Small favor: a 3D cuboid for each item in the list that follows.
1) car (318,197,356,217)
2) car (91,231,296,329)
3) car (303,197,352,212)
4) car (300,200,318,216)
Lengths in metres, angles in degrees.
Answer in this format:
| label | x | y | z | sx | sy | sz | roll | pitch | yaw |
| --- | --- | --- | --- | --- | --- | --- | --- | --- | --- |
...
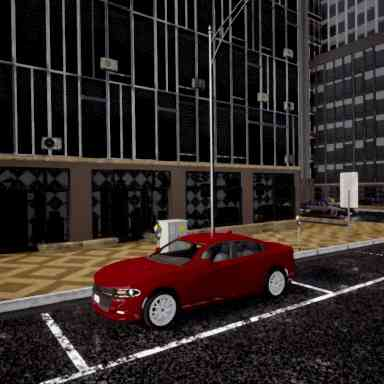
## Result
| label | x | y | z | sx | sy | sz | roll | pitch | yaw |
| --- | --- | --- | --- | --- | --- | --- | --- | --- | --- |
| car | 12.079 | 1.421 | 30.635 | 2.033 | 1.411 | 5.357 | -1 | 1 | -35 |
| car | 0.231 | 1.543 | 6.889 | 4.507 | 1.381 | 1.887 | 0 | -1 | -35 |
| car | 14.884 | 1.274 | 36.714 | 1.752 | 1.417 | 4.829 | -1 | 1 | -35 |
| car | 8.890 | 1.451 | 30.763 | 2.008 | 1.369 | 4.403 | -1 | 1 | -35 |
